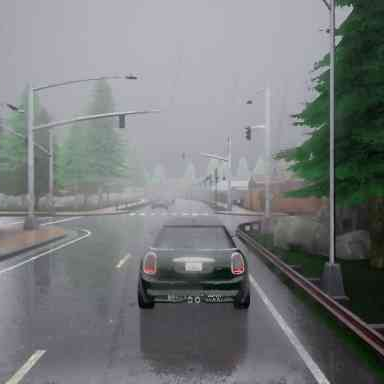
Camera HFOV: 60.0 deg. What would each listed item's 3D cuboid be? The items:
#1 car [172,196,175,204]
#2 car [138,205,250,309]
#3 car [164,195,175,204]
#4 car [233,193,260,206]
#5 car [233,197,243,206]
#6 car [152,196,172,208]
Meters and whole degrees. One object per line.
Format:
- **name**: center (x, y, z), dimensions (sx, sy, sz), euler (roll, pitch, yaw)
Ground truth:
- **car**: center (-4.204, 1.571, 53.601), dimensions (1.895, 1.301, 4.718), euler (0, 0, 0)
- **car**: center (0.051, 1.352, 8.046), dimensions (2.097, 1.767, 4.553), euler (0, 0, 0)
- **car**: center (-4.290, 1.448, 63.780), dimensions (1.882, 1.535, 5.008), euler (0, 0, 0)
- **car**: center (8.358, 1.146, 51.295), dimensions (3.866, 1.878, 1.905), euler (0, 0, -1)
- **car**: center (8.776, 1.144, 48.785), dimensions (4.605, 1.855, 1.932), euler (0, 0, -1)
- **car**: center (-4.115, 1.534, 43.746), dimensions (1.994, 1.385, 4.181), euler (0, 0, -1)
